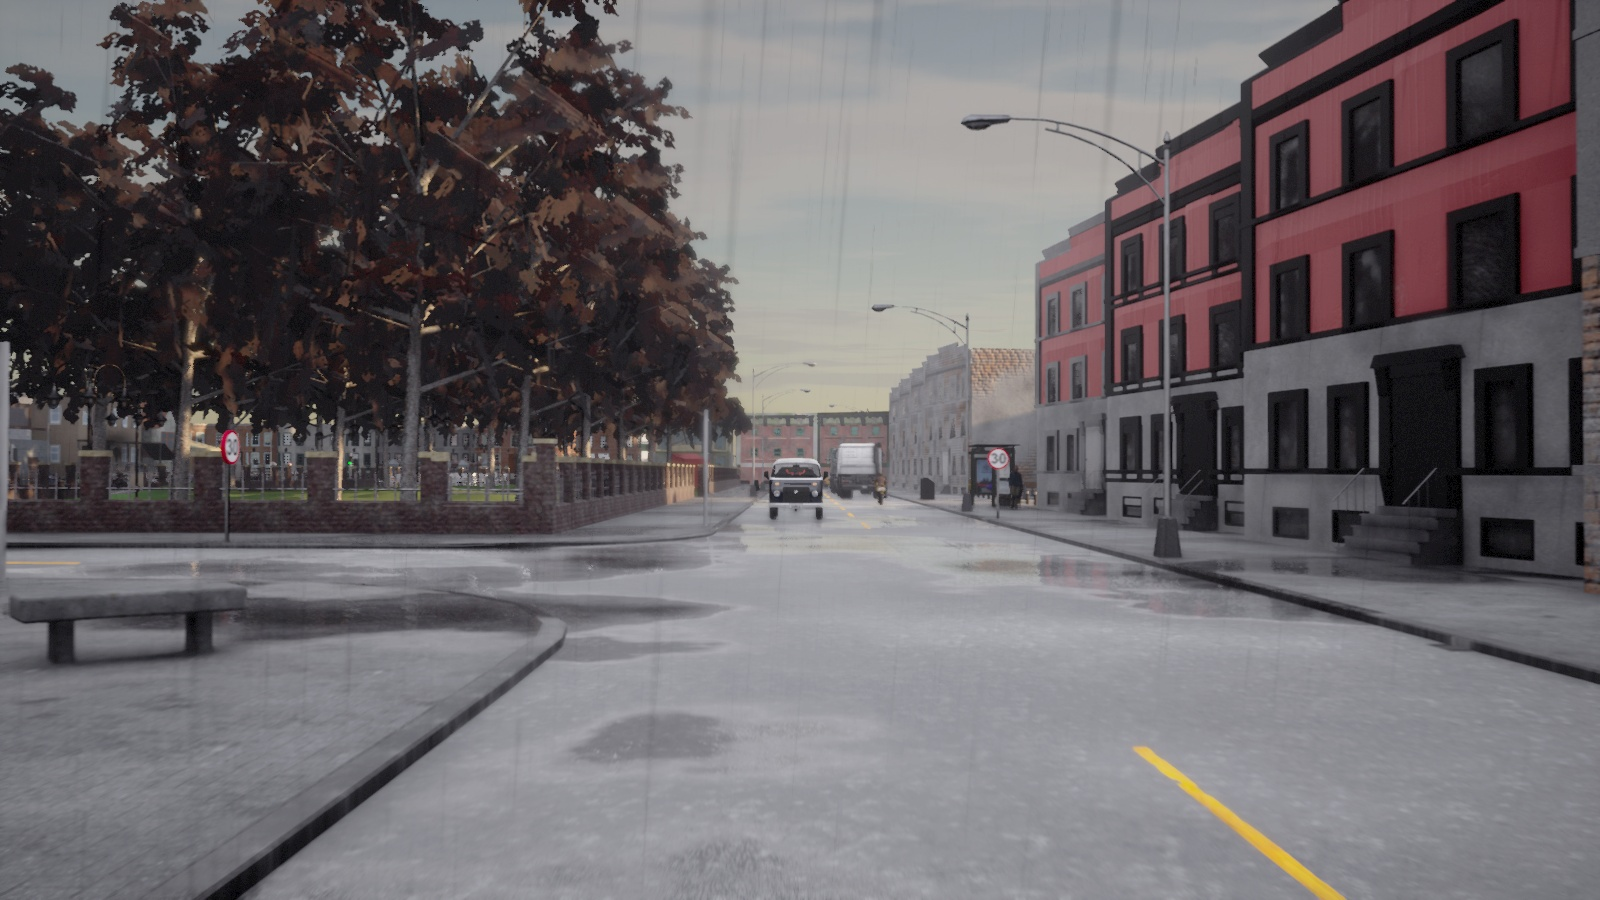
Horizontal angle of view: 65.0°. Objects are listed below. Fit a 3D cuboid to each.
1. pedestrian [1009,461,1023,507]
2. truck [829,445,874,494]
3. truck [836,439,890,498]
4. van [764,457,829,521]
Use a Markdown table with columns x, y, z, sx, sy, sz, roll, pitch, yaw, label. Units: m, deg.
| x | y | z | sx | sy | sz | roll | pitch | yaw | label |
| --- | --- | --- | --- | --- | --- | --- | --- | --- | --- |
| 8.853 | 1.386 | 51.491 | 0.402 | 1.842 | 0.726 | 0 | -1 | 0 | pedestrian |
| 3.726 | 1.428 | 92.531 | 2.891 | 3.462 | 7.936 | 0 | -1 | 0 | truck |
| 3.782 | 1.168 | 77.564 | 2.891 | 3.462 | 7.936 | 0 | -1 | 0 | truck |
| -0.107 | 1.275 | 42.296 | 2.069 | 2.038 | 4.480 | 0 | -1 | 0 | van |
